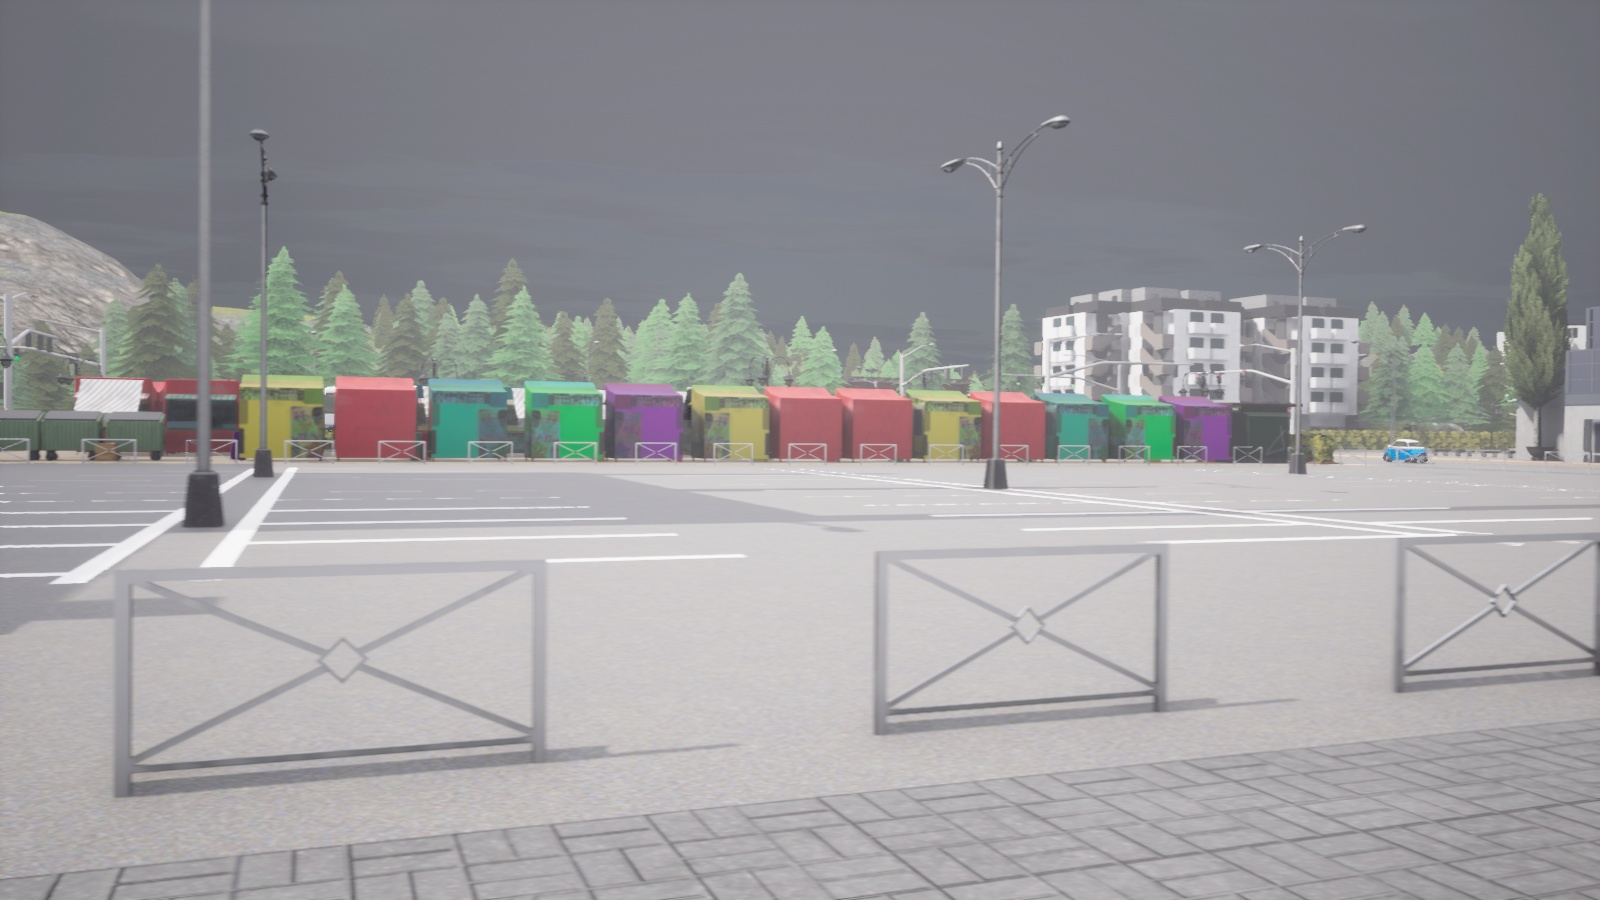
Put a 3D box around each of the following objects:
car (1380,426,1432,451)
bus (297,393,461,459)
[{"bbox_3d":[34.316,-0.676,71.136,1.481,1.376,2.207,-1,1,-19],"label":"car"},{"bbox_3d":[-28.591,-1.660,85.449,10.273,4.253,3.944,-1,1,-21],"label":"bus"}]
